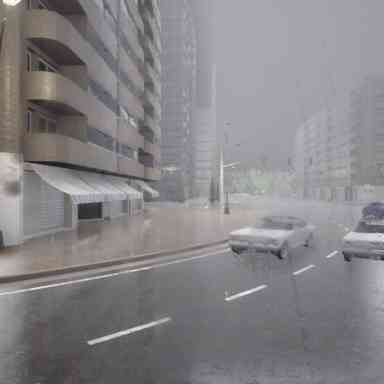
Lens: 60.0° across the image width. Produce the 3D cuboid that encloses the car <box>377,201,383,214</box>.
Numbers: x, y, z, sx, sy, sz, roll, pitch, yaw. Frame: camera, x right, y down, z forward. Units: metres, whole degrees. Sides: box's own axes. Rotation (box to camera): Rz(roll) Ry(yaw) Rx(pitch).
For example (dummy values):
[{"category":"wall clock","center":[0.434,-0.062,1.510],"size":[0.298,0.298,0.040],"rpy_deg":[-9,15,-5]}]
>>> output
[{"category":"car","center":[20.421,1.601,32.932],"size":[1.895,1.301,4.718],"rpy_deg":[0,0,6]}]

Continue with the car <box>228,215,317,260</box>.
[{"category":"car","center":[3.233,1.601,12.780],"size":[1.895,1.301,4.718],"rpy_deg":[0,0,35]}]

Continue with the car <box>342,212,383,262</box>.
[{"category":"car","center":[6.556,1.601,11.505],"size":[1.895,1.301,4.718],"rpy_deg":[0,0,34]}]

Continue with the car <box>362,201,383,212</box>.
[{"category":"car","center":[16.850,1.526,29.439],"size":[1.812,1.442,4.674],"rpy_deg":[0,0,3]}]
